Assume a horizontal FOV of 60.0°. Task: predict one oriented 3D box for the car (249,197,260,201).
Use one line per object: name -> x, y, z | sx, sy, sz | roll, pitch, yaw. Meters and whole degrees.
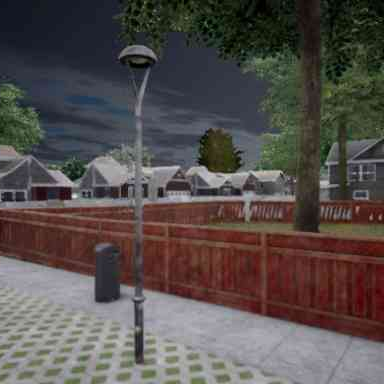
car -> 9.368, 1.509, 50.284 | 1.994, 1.385, 4.181 | 0, 0, 36
